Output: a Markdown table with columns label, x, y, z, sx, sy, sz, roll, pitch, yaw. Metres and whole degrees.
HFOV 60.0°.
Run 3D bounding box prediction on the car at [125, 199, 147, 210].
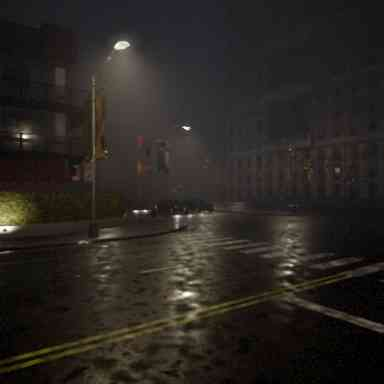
| label | x | y | z | sx | sy | sz | roll | pitch | yaw |
| --- | --- | --- | --- | --- | --- | --- | --- | --- | --- |
| car | -7.378 | 1.543 | 42.363 | 1.994 | 1.385 | 4.181 | 0 | 0 | -35 |

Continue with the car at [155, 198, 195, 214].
| label | x | y | z | sx | sy | sz | roll | pitch | yaw |
| --- | --- | --- | --- | --- | --- | --- | --- | --- | --- |
| car | -2.112 | 1.484 | 34.770 | 1.837 | 1.490 | 4.892 | 0 | 0 | -35 |

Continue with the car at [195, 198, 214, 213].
| label | x | y | z | sx | sy | sz | roll | pitch | yaw |
| --- | --- | --- | --- | --- | --- | --- | --- | --- | --- |
| car | 0.413 | 1.453 | 37.270 | 1.882 | 1.535 | 5.008 | 0 | 0 | -35 |
